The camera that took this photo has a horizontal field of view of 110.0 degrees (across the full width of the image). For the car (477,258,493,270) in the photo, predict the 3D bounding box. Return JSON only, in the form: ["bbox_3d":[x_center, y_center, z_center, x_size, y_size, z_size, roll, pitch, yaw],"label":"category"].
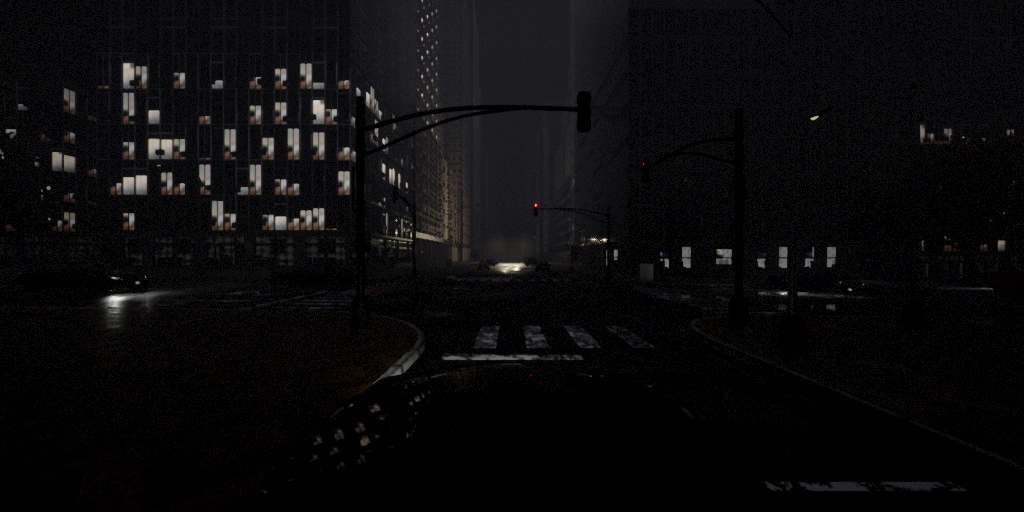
[{"bbox_3d":[-4.051,1.341,51.726,1.802,1.307,4.207,0,0,0],"label":"car"}]

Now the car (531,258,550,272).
[{"bbox_3d":[3.905,1.327,46.238,1.948,1.339,4.313,0,0,0],"label":"car"}]

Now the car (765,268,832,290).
[{"bbox_3d":[20.643,1.622,25.314,5.008,1.535,1.882,1,0,-3],"label":"car"}]

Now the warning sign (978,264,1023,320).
[{"bbox_3d":[17.269,1.204,12.442,1.060,1.860,1.300,0,0,-3],"label":"warning sign"}]

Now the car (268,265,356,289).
[{"bbox_3d":[-11.281,1.166,20.757,4.718,1.301,1.895,1,0,-2],"label":"car"}]

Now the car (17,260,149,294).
[{"bbox_3d":[-19.881,0.935,16.708,4.674,1.442,1.812,1,0,-3],"label":"car"}]

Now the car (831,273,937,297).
[{"bbox_3d":[23.030,1.789,22.172,4.718,1.301,1.895,1,0,-3],"label":"car"}]
